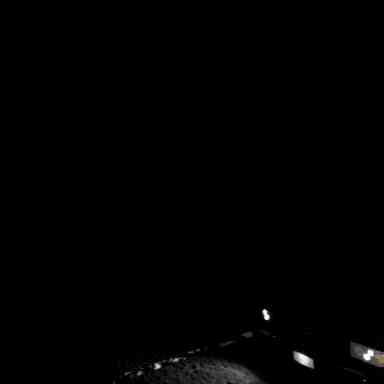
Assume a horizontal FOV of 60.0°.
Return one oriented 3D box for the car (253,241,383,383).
[{"bbox_3d":[3.463,1.574,5.419,5.357,1.411,2.033,0,0,-36],"label":"car"}]
